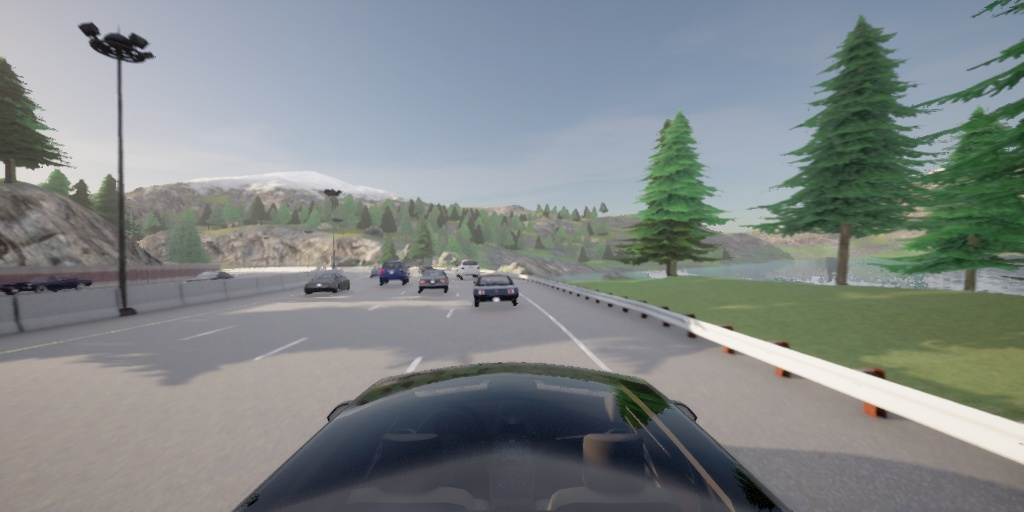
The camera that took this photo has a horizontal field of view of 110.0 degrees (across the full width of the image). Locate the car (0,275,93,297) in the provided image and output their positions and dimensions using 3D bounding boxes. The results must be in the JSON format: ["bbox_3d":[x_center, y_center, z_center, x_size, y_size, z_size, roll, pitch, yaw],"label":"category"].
[{"bbox_3d":[-34.294,2.092,26.575,1.895,1.301,4.718,-1,-1,-12],"label":"car"}]

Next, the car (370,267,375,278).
[{"bbox_3d":[-18.272,2.196,48.890,2.033,1.411,5.357,-1,-1,-21],"label":"car"}]

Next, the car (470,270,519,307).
[{"bbox_3d":[-0.861,1.512,16.734,1.895,1.301,4.718,-1,-1,-6],"label":"car"}]

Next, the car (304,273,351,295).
[{"bbox_3d":[-12.499,1.841,24.539,1.994,1.385,4.181,-1,-1,-10],"label":"car"}]

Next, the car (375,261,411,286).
[{"bbox_3d":[-10.400,1.509,31.982,2.150,2.045,5.566,-1,-1,-12],"label":"car"}]

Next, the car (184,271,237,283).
[{"bbox_3d":[-24.028,1.936,28.775,1.812,1.442,4.674,-1,-1,-12],"label":"car"}]

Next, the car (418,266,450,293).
[{"bbox_3d":[-5.185,1.635,24.014,2.033,1.411,5.357,-1,-1,-10],"label":"car"}]

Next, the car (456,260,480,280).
[{"bbox_3d":[-4.818,1.441,39.003,2.150,2.045,5.566,-1,0,-14],"label":"car"}]
